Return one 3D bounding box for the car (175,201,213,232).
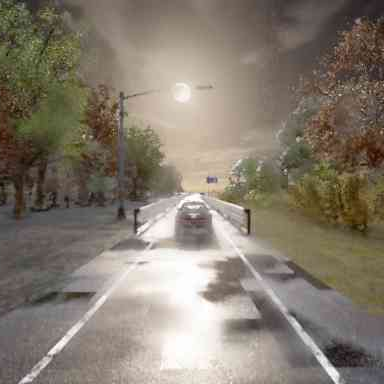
[{"bbox_3d":[0.098,1.350,20.220,2.097,1.767,4.553,0,0,0],"label":"car"}]
